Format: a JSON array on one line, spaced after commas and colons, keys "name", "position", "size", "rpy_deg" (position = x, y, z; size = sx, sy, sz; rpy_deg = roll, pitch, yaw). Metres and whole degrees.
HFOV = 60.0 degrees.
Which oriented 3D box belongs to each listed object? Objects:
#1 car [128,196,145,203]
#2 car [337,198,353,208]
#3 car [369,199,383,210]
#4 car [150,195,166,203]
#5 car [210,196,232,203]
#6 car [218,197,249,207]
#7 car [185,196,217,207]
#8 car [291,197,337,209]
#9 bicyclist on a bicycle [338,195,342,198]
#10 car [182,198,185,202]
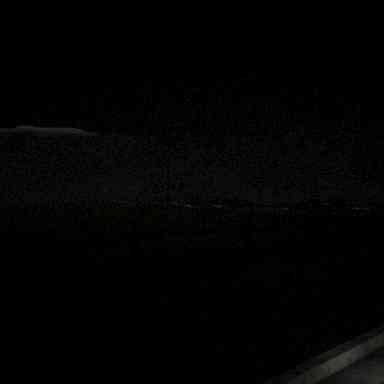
[{"name": "car", "position": [-11.765, 1.478, 70.192], "size": [1.882, 1.535, 5.008], "rpy_deg": [0, 0, -35]}, {"name": "car", "position": [18.960, 1.505, 44.427], "size": [1.837, 1.490, 4.892], "rpy_deg": [0, 0, -34]}, {"name": "car", "position": [24.877, 1.491, 41.742], "size": [2.128, 1.511, 4.902], "rpy_deg": [0, 0, -33]}, {"name": "car", "position": [-7.151, 1.504, 69.709], "size": [1.837, 1.490, 4.892], "rpy_deg": [0, 0, -35]}, {"name": "car", "position": [5.958, 1.601, 69.162], "size": [1.895, 1.301, 4.718], "rpy_deg": [0, 0, -35]}, {"name": "car", "position": [6.566, 1.526, 50.153], "size": [1.812, 1.442, 4.674], "rpy_deg": [0, 0, -35]}, {"name": "car", "position": [1.363, 1.564, 51.471], "size": [1.994, 1.385, 4.181], "rpy_deg": [0, 0, -35]}, {"name": "car", "position": [15.550, 1.547, 43.350], "size": [2.033, 1.411, 5.357], "rpy_deg": [0, 0, -34]}, {"name": "bicyclist on a bicycle", "position": [23.074, 1.302, 51.786], "size": [1.656, 1.620, 0.582], "rpy_deg": [0, 0, -35]}, {"name": "car", "position": [-0.073, 1.506, 65.577], "size": [1.837, 1.490, 4.892], "rpy_deg": [0, 0, -35]}]
